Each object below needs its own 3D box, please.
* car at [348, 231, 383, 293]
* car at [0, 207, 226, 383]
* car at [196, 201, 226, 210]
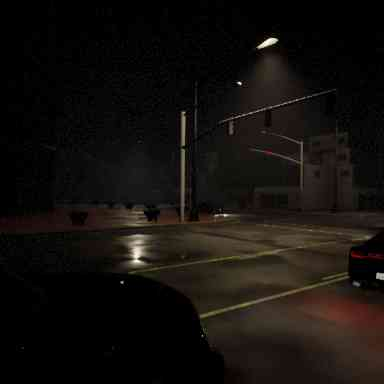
[{"bbox_3d":[5.718,1.497,7.862,5.008,1.535,1.882,0,0,-35],"label":"car"},{"bbox_3d":[-2.361,1.222,2.060,5.566,2.045,2.150,0,0,-36],"label":"car"},{"bbox_3d":[1.757,1.654,36.105,1.994,1.385,4.181,1,-1,-35],"label":"car"}]
